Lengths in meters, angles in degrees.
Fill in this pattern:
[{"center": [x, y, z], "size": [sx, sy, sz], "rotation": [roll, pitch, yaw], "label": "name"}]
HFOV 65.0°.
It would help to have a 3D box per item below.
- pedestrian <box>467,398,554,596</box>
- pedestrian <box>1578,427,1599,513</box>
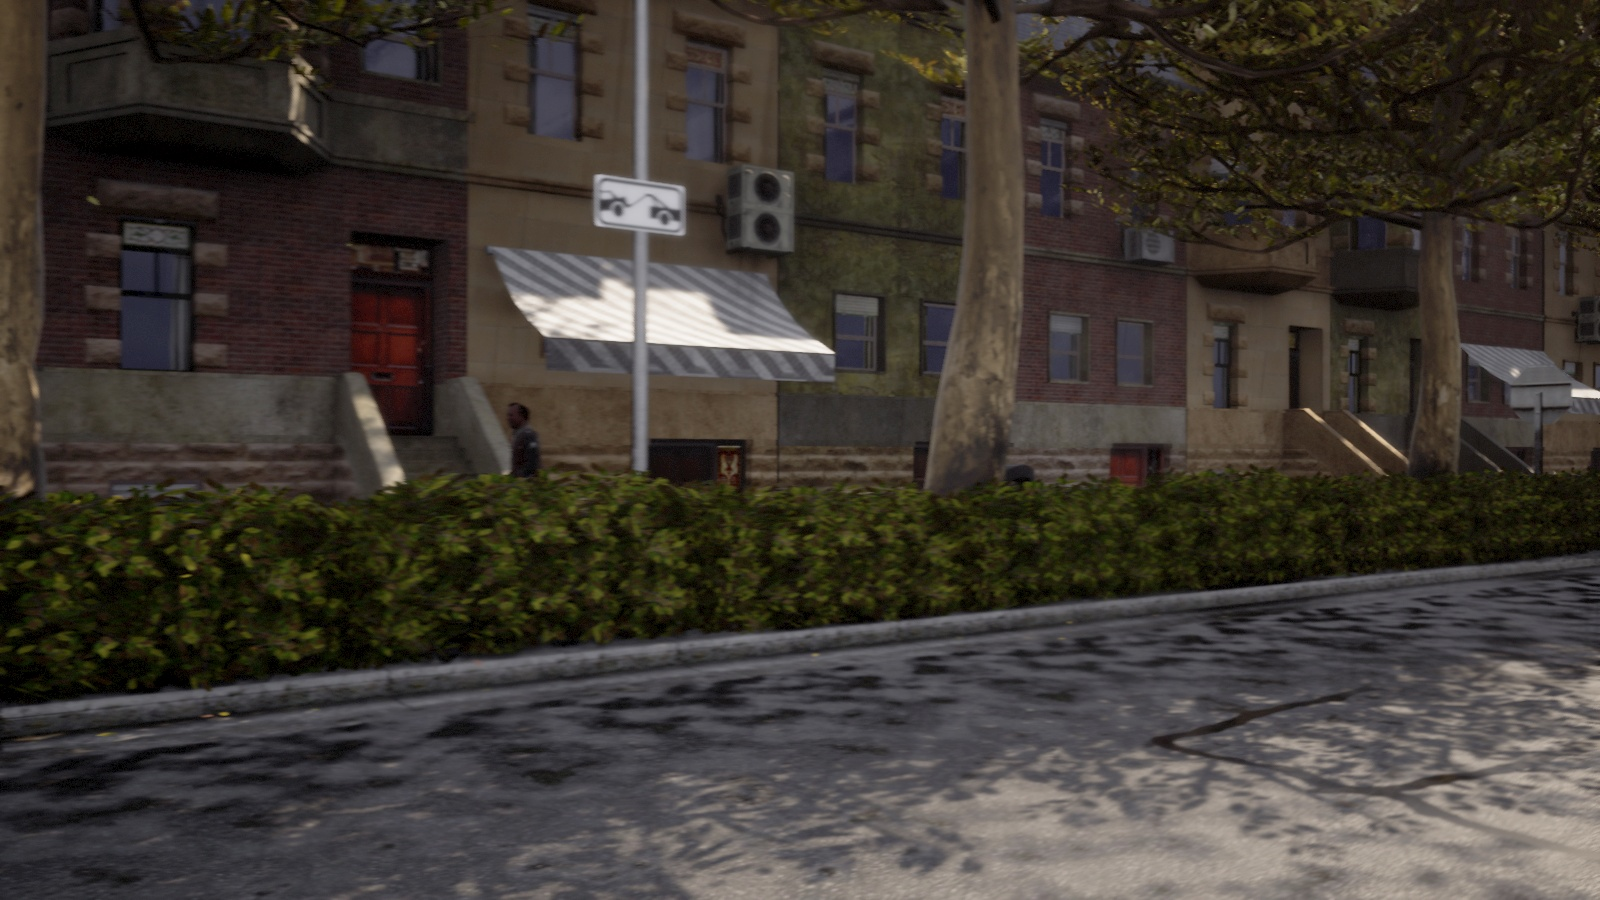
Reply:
[{"center": [-2.791, 0.437, 12.113], "size": [0.720, 1.854, 0.376], "rotation": [0, 0, -36], "label": "pedestrian"}, {"center": [17.587, 0.431, 27.253], "size": [0.900, 1.855, 0.874], "rotation": [0, 0, -29], "label": "pedestrian"}]
